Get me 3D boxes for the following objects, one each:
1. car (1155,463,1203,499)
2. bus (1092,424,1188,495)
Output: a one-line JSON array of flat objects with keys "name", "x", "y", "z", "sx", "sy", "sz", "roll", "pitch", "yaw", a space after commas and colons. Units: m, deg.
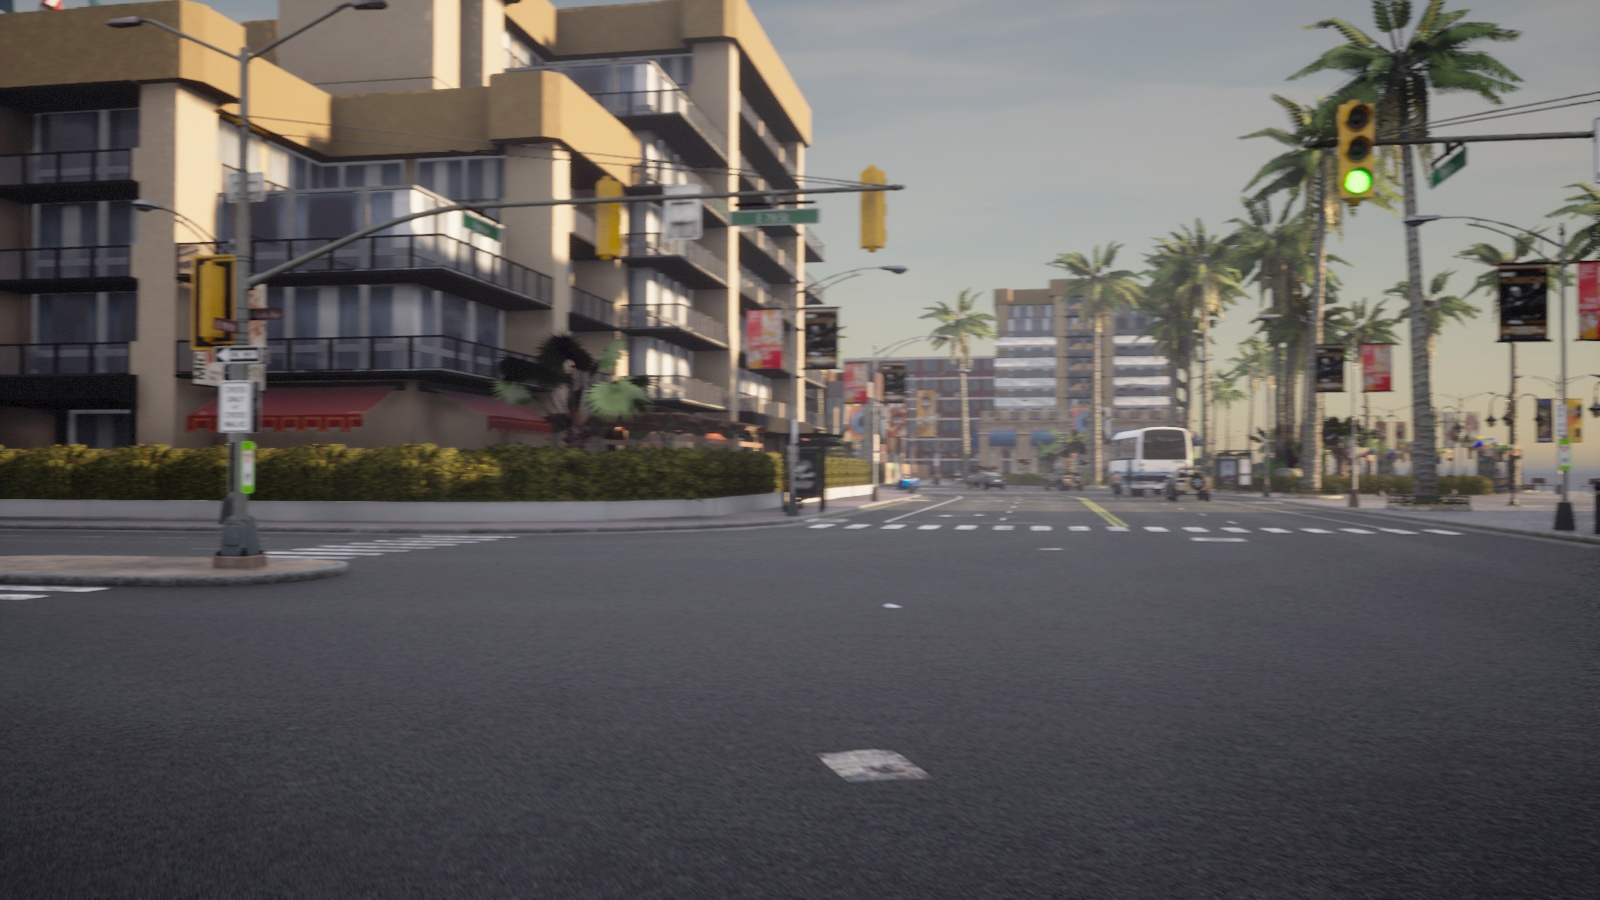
[{"name": "car", "x": 20.065, "y": 1.618, "z": 66.641, "sx": 1.932, "sy": 1.855, "sz": 4.605, "roll": -1, "pitch": -1, "yaw": 11}, {"name": "bus", "x": 21.853, "y": 0.663, "z": 81.421, "sx": 3.944, "sy": 4.253, "sz": 10.273, "roll": 0, "pitch": -1, "yaw": 4}]
